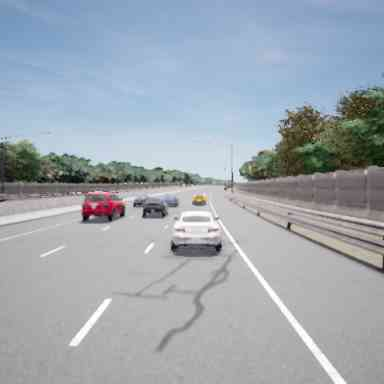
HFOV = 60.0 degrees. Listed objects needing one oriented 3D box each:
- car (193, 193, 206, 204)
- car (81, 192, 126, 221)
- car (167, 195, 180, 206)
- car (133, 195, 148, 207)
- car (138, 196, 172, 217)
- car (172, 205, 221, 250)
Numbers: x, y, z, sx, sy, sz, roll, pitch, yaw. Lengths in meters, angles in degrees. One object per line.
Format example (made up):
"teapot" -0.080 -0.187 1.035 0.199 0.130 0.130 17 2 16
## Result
"car" 1.100 0.934 48.307 1.882 1.535 5.008 0 1 2
"car" -6.628 1.040 25.406 2.150 2.045 5.566 0 1 2
"car" -2.645 1.107 42.029 2.033 1.411 5.357 0 1 3
"car" -6.150 1.104 42.119 2.033 1.411 5.357 0 1 2
"car" -3.043 1.269 28.623 1.837 1.490 4.892 0 -1 1
"car" 0.186 1.485 13.949 1.812 1.442 4.674 0 1 1
